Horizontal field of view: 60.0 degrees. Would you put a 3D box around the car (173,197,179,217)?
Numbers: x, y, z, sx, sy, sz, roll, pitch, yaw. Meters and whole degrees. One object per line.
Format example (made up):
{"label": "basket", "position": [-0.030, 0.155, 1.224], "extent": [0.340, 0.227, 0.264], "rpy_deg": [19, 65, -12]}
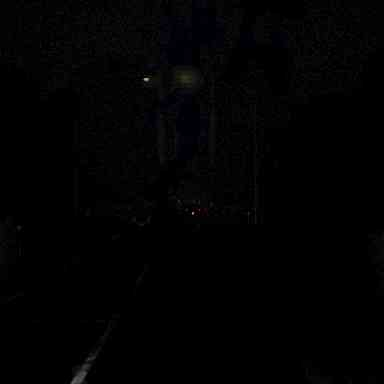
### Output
{"label": "car", "position": [-2.624, 1.481, 31.051], "extent": [2.192, 1.841, 5.009], "rpy_deg": [0, 0, 0]}

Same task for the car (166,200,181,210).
{"label": "car", "position": [-2.621, 1.831, 47.891], "extent": [2.008, 1.369, 4.403], "rpy_deg": [0, 0, 0]}

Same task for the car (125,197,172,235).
{"label": "car", "position": [-2.627, 1.414, 19.823], "extent": [2.192, 1.841, 5.009], "rpy_deg": [0, 0, 0]}

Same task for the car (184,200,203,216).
{"label": "car", "position": [0.103, 1.790, 34.469], "extent": [1.895, 1.301, 4.718], "rpy_deg": [0, 0, 0]}

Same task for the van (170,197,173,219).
{"label": "van", "position": [-2.625, 1.473, 25.437], "extent": [1.690, 1.788, 3.998], "rpy_deg": [0, 0, 0]}

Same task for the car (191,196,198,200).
{"label": "car", "position": [0.079, 1.734, 44.409], "extent": [1.882, 1.535, 5.008], "rpy_deg": [0, 0, 0]}

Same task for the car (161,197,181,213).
{"label": "car", "position": [-2.622, 1.557, 42.278], "extent": [2.192, 1.841, 5.009], "rpy_deg": [0, 0, 0]}
